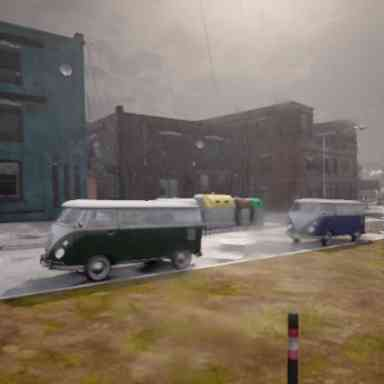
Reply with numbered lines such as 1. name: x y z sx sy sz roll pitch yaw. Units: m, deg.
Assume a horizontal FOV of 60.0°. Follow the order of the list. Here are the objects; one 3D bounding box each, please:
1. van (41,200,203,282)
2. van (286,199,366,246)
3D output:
1. van: -1.836 1.235 9.425 4.442 1.987 1.878 2 -1 -38
2. van: 6.170 1.329 15.335 4.442 1.987 1.878 2 -1 -38
